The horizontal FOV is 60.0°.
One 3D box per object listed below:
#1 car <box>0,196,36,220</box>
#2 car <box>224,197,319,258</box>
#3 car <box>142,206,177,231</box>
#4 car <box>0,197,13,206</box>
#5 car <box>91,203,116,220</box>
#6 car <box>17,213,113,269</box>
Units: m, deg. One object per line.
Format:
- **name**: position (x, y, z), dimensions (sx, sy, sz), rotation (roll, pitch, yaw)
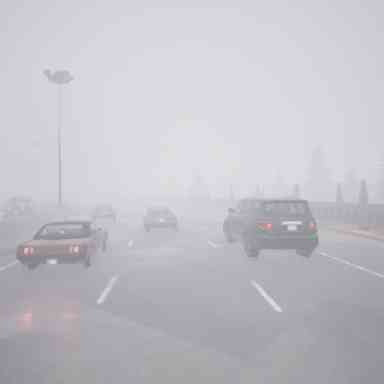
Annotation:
- **car**: position (-15.826, 1.384, 30.787), dimensions (2.150, 2.045, 5.566), rotation (0, 0, -20)
- **car**: position (2.773, 1.201, 12.889), dimensions (2.150, 2.045, 5.566), rotation (0, 0, -7)
- **car**: position (-2.121, 1.586, 21.040), dimensions (1.994, 1.385, 4.181), rotation (0, 0, -11)
- **car**: position (-36.851, 1.793, 64.918), dimensions (2.097, 1.767, 4.553), rotation (-1, 0, -44)
- **car**: position (-7.556, 1.641, 28.346), dimensions (1.994, 1.385, 4.181), rotation (0, 0, -16)
- **car**: position (-4.077, 1.630, 11.359), dimensions (1.895, 1.301, 4.718), rotation (0, 0, -6)
